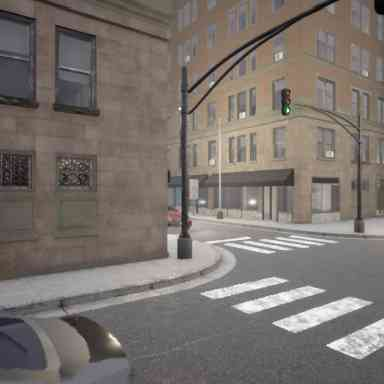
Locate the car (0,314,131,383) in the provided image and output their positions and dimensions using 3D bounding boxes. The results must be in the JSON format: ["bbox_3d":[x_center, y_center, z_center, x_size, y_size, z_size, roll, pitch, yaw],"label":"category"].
[{"bbox_3d":[-2.564,1.491,1.301,4.902,1.511,2.128,0,0,-36],"label":"car"}]

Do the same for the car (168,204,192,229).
[{"bbox_3d":[-1.890,1.427,19.828,1.812,1.442,4.674,0,0,-36],"label":"car"}]
